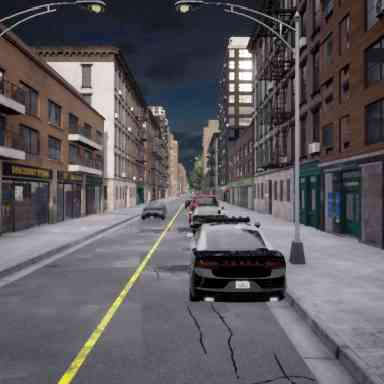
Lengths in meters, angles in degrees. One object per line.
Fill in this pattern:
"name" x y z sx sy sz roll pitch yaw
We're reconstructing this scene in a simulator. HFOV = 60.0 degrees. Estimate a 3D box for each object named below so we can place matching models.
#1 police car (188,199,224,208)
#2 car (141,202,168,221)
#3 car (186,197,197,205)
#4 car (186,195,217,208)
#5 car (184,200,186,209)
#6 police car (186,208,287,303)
"police car" 0.872 1.434 18.427 1.930 1.638 5.238 0 0 0
"car" -3.043 1.566 27.938 2.033 1.411 5.357 0 0 0
"car" -0.092 1.630 59.873 1.994 1.385 4.181 0 0 0
"car" 0.863 1.239 24.348 2.150 2.045 5.566 0 0 0
"car" -0.058 1.549 46.482 1.837 1.490 4.892 0 0 0
"police car" 0.887 1.427 8.427 1.930 1.638 5.238 0 0 0
